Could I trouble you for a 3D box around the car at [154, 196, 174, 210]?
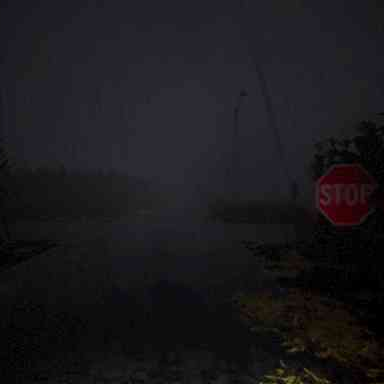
[{"bbox_3d":[-3.105,1.178,37.407,1.882,1.535,5.008,0,2,0],"label":"car"}]
